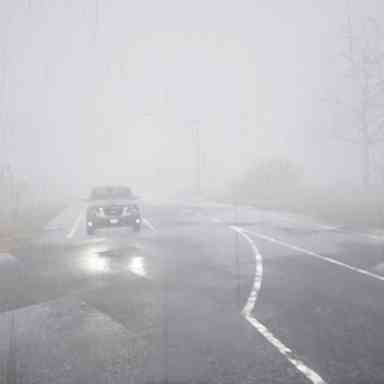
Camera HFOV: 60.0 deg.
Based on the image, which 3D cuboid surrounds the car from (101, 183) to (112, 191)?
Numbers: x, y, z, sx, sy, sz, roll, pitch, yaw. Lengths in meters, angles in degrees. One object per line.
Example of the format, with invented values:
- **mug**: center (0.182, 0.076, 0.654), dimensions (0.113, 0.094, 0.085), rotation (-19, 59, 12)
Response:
- **car**: center (-17.785, -1.011, 69.388), dimensions (1.837, 1.490, 4.892), rotation (-2, 3, -9)

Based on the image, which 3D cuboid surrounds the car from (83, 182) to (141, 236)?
- **car**: center (-3.736, 0.671, 15.432), dimensions (2.150, 2.045, 5.566), rotation (-2, 3, -15)
